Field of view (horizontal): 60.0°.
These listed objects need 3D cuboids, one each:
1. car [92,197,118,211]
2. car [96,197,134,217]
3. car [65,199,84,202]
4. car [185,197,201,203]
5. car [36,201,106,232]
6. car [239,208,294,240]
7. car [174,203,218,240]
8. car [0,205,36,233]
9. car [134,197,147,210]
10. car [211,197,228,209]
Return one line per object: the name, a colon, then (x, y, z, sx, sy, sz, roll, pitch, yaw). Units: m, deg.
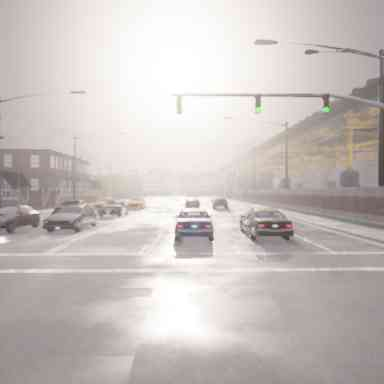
car: (-10.586, 1.413, 40.970, 1.882, 1.535, 5.008, 0, 0, 0)
car: (-7.093, 1.443, 30.590, 2.128, 1.511, 4.902, 0, 0, 0)
car: (-10.596, 1.427, 29.704, 1.882, 1.535, 5.008, 0, 0, 0)
car: (0.089, 1.423, 42.326, 2.128, 1.511, 4.902, 0, 0, 0)
car: (-7.098, 1.515, 20.215, 2.033, 1.411, 5.357, 0, 0, 0)
car: (3.595, 1.521, 16.873, 2.033, 1.411, 5.357, 0, 0, 0)
car: (0.095, 1.521, 16.690, 2.033, 1.411, 5.357, 0, 0, 0)
car: (-10.597, 1.494, 19.591, 1.812, 1.442, 4.674, 0, 0, 0)
car: (-7.071, 1.410, 43.043, 1.882, 1.535, 5.008, 0, 0, 0)
car: (3.587, 1.433, 43.112, 1.837, 1.490, 4.892, 0, -1, 0)
